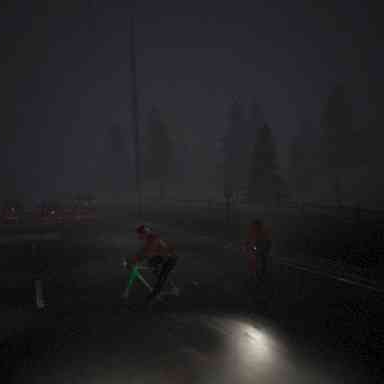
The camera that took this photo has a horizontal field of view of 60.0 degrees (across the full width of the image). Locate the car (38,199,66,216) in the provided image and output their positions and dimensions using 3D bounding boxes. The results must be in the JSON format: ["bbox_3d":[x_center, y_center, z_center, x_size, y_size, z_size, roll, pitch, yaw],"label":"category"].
[{"bbox_3d":[-14.015,1.600,33.139,1.895,1.301,4.718,0,0,-26],"label":"car"}]

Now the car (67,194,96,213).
[{"bbox_3d":[-12.317,1.221,37.468,2.150,2.045,5.566,0,0,-26],"label":"car"}]

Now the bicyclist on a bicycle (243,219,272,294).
[{"bbox_3d":[1.567,1.451,7.798,0.582,1.620,1.656,0,1,30],"label":"bicyclist on a bicycle"}]

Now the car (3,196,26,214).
[{"bbox_3d":[-19.501,1.503,36.353,1.837,1.490,4.892,0,0,-26],"label":"car"}]

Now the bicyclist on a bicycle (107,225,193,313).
[{"bbox_3d":[-0.768,1.453,6.294,1.656,1.620,0.582,0,0,-14],"label":"bicyclist on a bicycle"}]
